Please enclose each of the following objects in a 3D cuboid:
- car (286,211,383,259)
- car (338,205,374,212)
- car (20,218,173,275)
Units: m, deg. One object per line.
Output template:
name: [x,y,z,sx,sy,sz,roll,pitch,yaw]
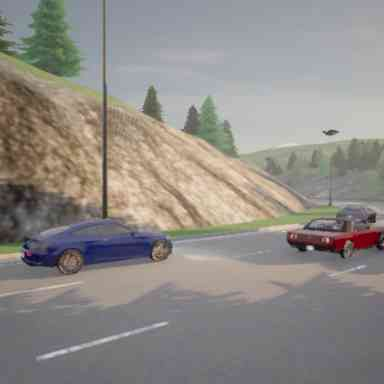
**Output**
car: [5.757,1.621,12.775,4.718,1.301,1.895,0,0,-39]
car: [11.750,1.597,23.696,1.994,1.385,4.181,0,0,41]
car: [-2.800,1.557,10.523,4.674,1.442,1.812,0,0,-37]
